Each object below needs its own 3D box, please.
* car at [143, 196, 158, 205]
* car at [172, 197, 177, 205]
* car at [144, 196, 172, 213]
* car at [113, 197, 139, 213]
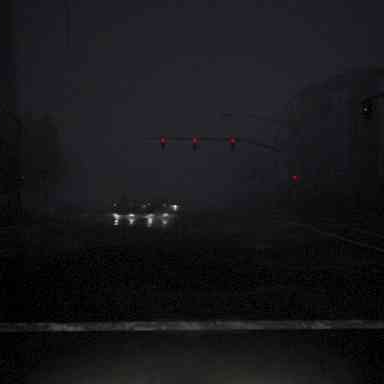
[{"bbox_3d":[-7.054,1.413,56.873,1.882,1.535,5.008,0,0,0],"label":"car"},{"bbox_3d":[-3.545,1.535,57.555,1.895,1.301,4.718,0,0,0],"label":"car"},{"bbox_3d":[-3.619,1.310,36.138,2.097,1.767,4.553,0,0,0],"label":"car"},{"bbox_3d":[-7.119,1.311,36.363,2.097,1.767,4.553,0,0,0],"label":"car"}]
